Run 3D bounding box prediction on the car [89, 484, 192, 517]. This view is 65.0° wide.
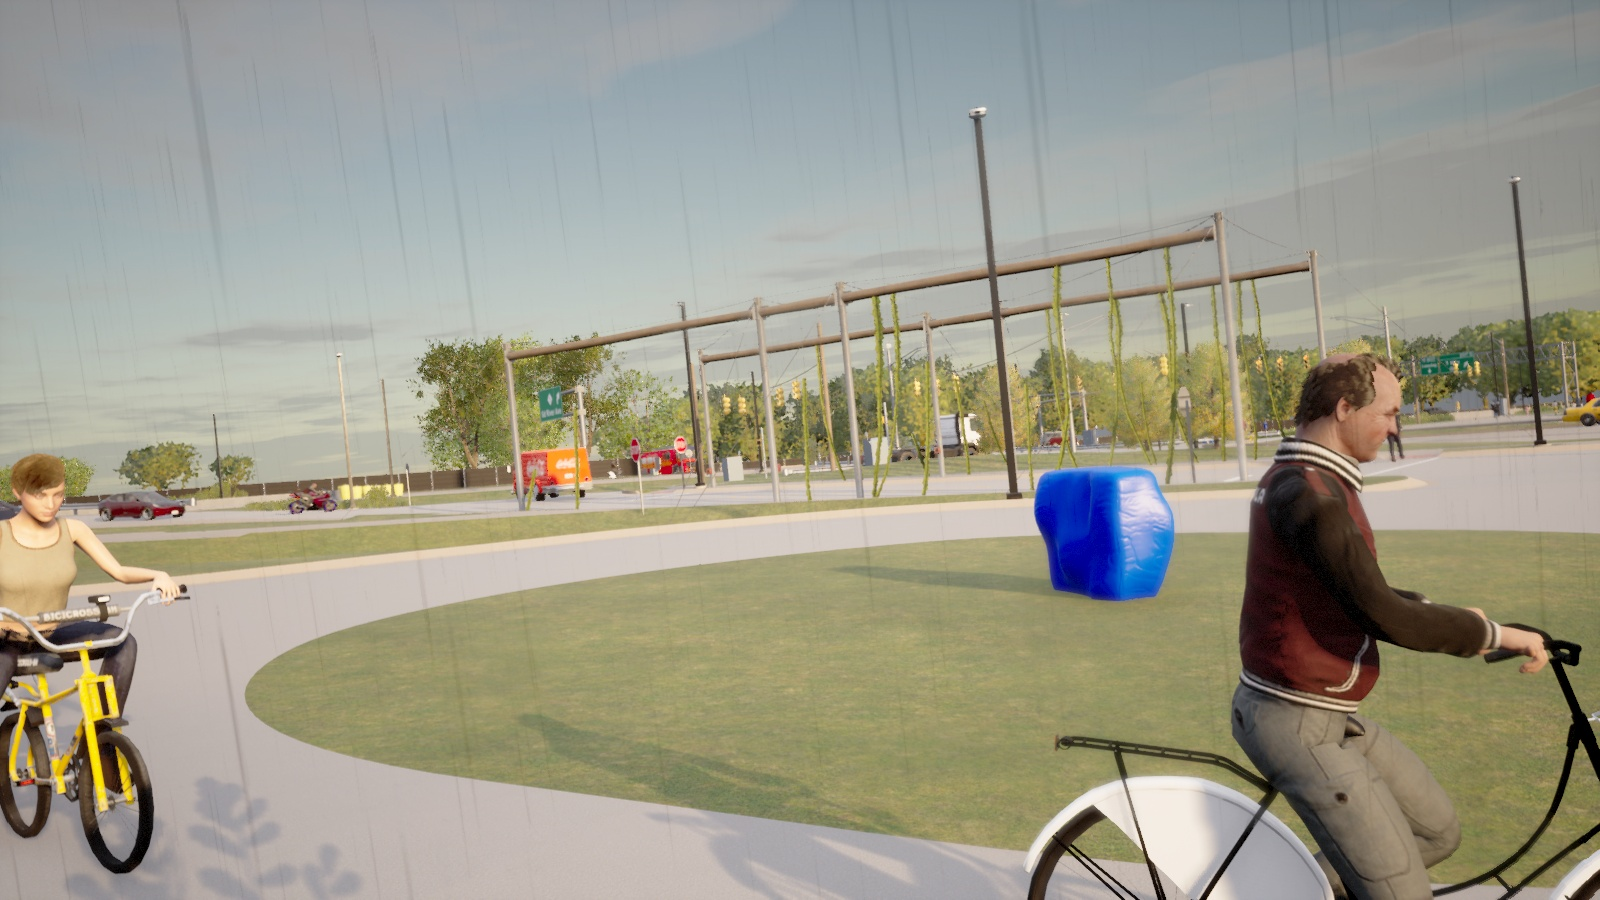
[{"bbox_3d":[-34.204,2.604,65.136,4.792,1.488,2.163,-2,1,23],"label":"car"}]

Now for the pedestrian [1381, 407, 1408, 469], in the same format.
[{"bbox_3d":[19.488,-0.395,41.157,0.423,1.949,0.788,-5,0,45],"label":"pedestrian"}]

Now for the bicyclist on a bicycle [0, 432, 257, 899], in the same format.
[{"bbox_3d":[-2.999,0.789,5.016,1.509,1.612,0.866,-4,-1,40],"label":"bicyclist on a bicycle"}]

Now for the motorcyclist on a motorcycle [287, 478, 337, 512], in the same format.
[{"bbox_3d":[-24.224,2.237,62.392,2.191,1.530,0.866,-2,-1,-26],"label":"motorcyclist on a motorcycle"}]

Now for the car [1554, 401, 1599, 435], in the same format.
[{"bbox_3d":[41.504,-1.778,63.592,1.801,1.575,5.366,-4,0,-35],"label":"car"}]

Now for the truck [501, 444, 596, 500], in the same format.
[{"bbox_3d":[-12.594,1.126,62.663,2.627,2.467,5.204,-6,2,-34],"label":"truck"}]

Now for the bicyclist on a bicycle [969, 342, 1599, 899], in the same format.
[{"bbox_3d":[1.361,0.673,2.866,1.843,1.776,0.659,0,1,17],"label":"bicyclist on a bicycle"}]

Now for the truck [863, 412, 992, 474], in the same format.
[{"bbox_3d":[8.225,-0.479,80.729,7.936,3.462,2.891,-3,-1,-32],"label":"truck"}]

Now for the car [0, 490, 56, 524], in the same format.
[{"bbox_3d":[-35.950,2.582,55.408,5.357,1.411,2.033,-1,-2,-31],"label":"car"}]
